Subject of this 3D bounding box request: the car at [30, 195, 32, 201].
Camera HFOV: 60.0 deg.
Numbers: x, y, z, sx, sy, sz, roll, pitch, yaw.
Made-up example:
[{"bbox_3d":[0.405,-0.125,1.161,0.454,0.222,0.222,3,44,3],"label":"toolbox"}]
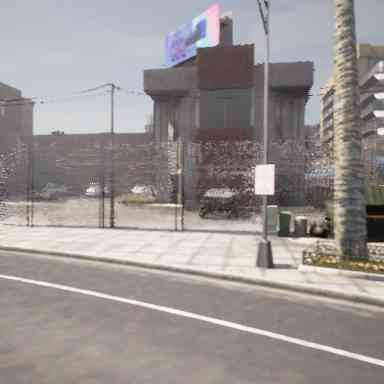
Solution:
[{"bbox_3d":[-22.281,0.787,48.297,4.718,1.301,1.895,1,1,10],"label":"car"}]
